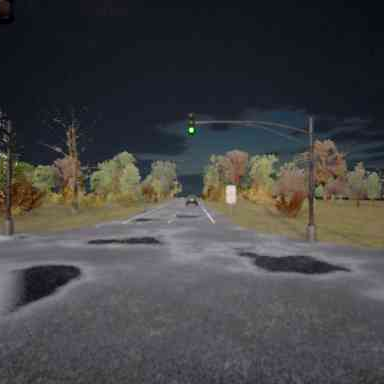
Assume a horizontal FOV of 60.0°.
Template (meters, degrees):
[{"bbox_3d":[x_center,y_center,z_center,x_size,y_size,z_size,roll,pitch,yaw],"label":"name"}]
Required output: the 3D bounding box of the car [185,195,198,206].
[{"bbox_3d":[-0.016,1.544,61.071,2.150,2.045,5.566,0,0,0],"label":"car"}]

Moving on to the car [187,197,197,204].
[{"bbox_3d":[-0.019,1.760,71.460,2.033,1.411,5.357,0,0,0],"label":"car"}]
